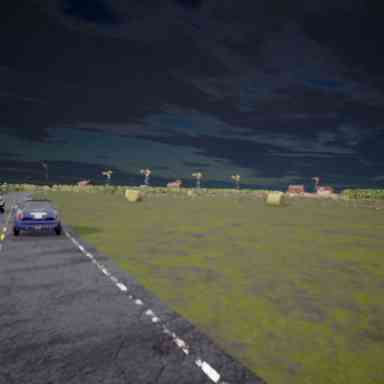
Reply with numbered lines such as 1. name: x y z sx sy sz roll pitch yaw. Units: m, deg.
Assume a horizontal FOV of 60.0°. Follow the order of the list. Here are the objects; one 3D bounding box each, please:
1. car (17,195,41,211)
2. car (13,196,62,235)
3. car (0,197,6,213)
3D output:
1. car: -16.332 1.106 33.202 1.994 1.385 4.181 2 0 -27
2. car: -8.131 1.126 17.432 2.097 1.767 4.553 2 0 -27
3. car: -17.474 1.097 29.293 1.895 1.301 4.718 2 0 -27
